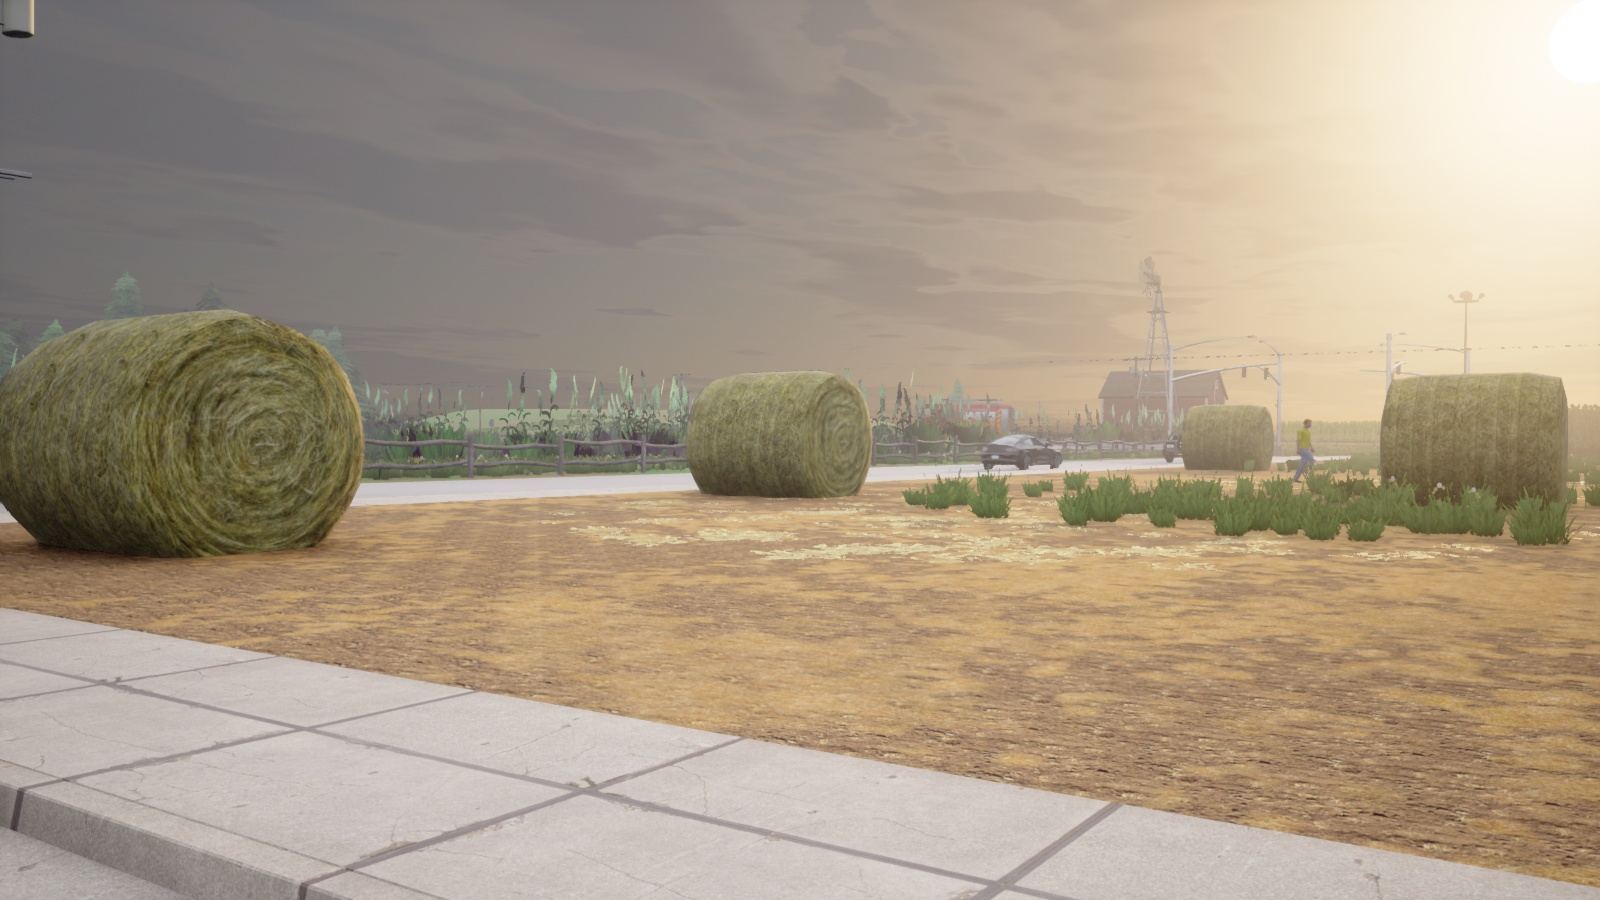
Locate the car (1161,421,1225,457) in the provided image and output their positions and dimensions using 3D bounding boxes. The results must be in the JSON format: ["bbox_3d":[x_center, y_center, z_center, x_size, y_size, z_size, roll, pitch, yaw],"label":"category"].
[{"bbox_3d":[21.375,-0.612,68.227,1.932,1.855,4.605,0,1,36],"label":"car"}]

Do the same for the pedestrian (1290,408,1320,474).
[{"bbox_3d":[14.194,-0.264,35.307,0.354,1.836,0.706,-1,1,-44],"label":"pedestrian"}]

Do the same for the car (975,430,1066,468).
[{"bbox_3d":[9.112,-0.065,51.587,1.812,1.442,4.674,0,1,36],"label":"car"}]

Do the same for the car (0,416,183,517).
[{"bbox_3d":[-14.757,0.283,25.099,1.905,1.878,3.866,0,1,36],"label":"car"}]
